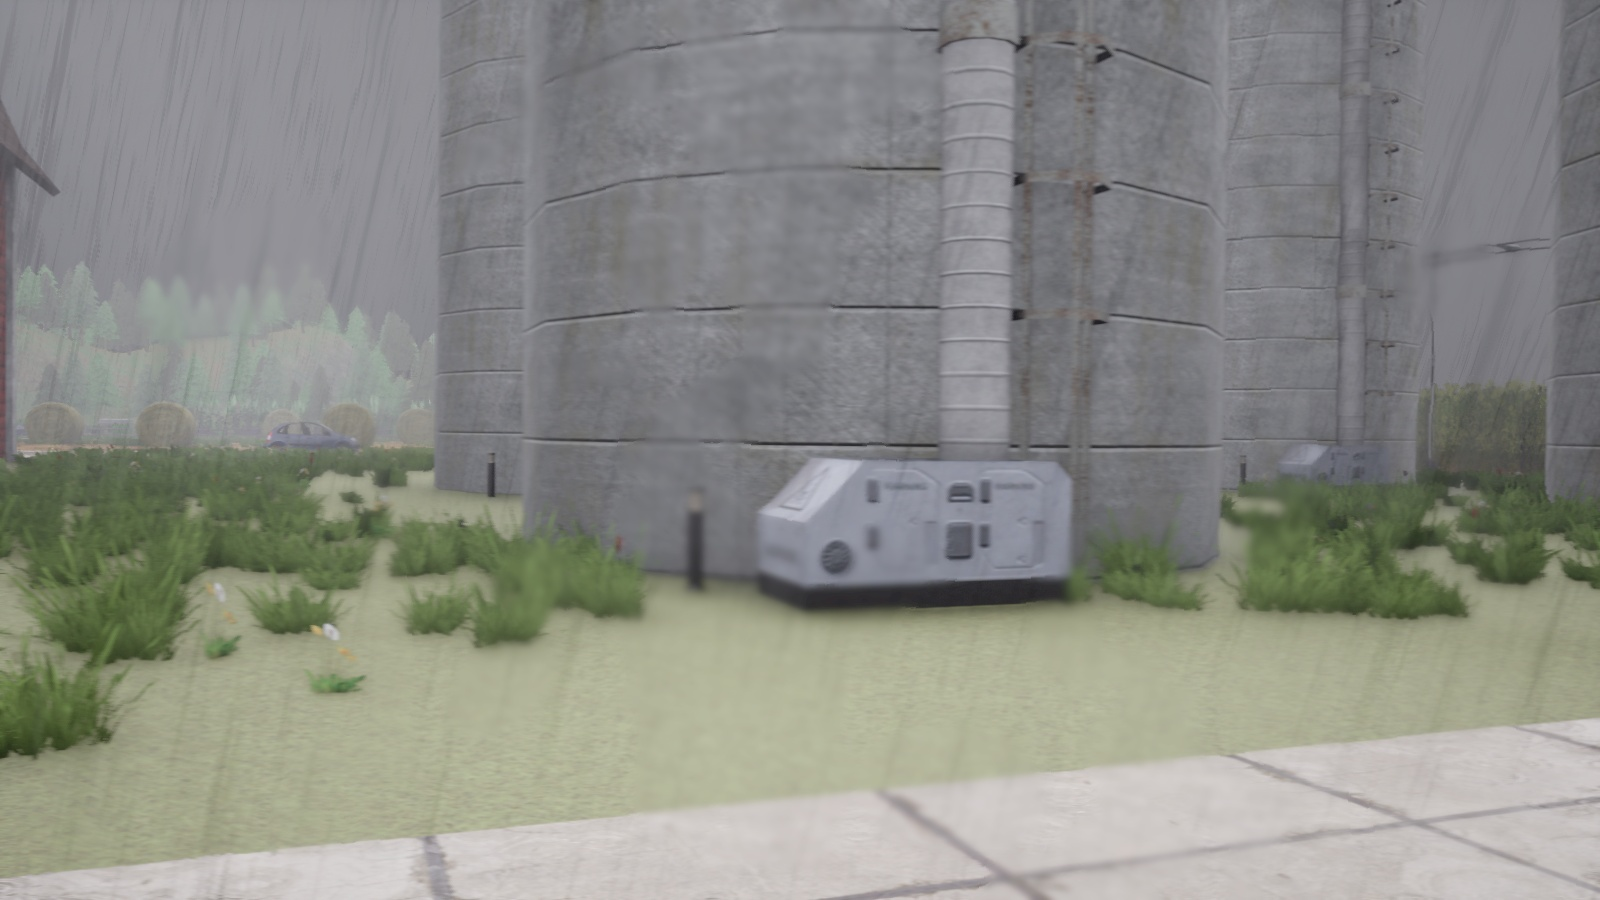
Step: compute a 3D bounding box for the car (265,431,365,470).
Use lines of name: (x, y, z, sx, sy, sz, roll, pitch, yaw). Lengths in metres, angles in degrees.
car: (-21.207, 0.004, 54.991, 3.988, 1.617, 1.851, -1, 1, -21)
